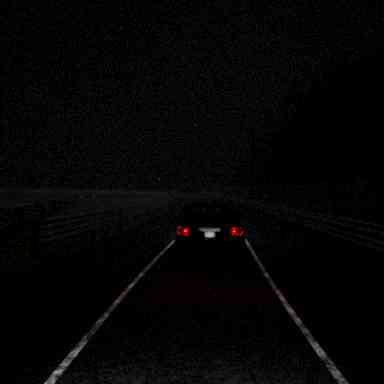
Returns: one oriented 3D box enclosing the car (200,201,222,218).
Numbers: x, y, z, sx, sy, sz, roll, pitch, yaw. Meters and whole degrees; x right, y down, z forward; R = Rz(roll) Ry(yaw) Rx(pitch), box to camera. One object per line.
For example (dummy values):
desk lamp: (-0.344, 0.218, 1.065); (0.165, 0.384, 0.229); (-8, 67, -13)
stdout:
car: (1.807, 1.681, 33.413); (2.033, 1.411, 5.357); (0, 0, 2)

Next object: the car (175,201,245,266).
car: (0.670, 1.319, 12.101); (2.150, 2.045, 5.566); (0, -1, 4)
